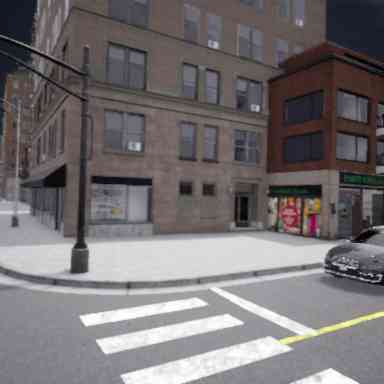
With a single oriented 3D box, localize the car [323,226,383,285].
[{"bbox_3d":[5.962,1.777,9.782,4.892,1.490,1.837,2,-1,-31],"label":"car"}]
